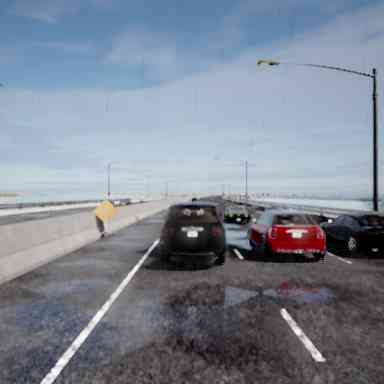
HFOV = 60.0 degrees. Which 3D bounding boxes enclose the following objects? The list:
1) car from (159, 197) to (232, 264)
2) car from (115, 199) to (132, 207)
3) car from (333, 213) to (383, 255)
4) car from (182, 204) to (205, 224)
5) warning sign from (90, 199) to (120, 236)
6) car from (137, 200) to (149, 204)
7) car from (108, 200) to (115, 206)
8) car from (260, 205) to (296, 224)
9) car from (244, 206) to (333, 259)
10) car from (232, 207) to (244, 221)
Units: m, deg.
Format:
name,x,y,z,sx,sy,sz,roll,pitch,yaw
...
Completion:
name,x,y,z,sx,sy,sz,roll,pitch,yaw
car,0.041,1.355,12.500,2.150,2.045,5.566,0,0,1
car,-13.191,2.161,66.461,2.128,1.511,4.902,0,0,1
car,7.070,1.624,14.103,1.882,1.535,5.008,0,0,1
car,0.184,1.817,28.757,1.812,1.442,4.674,0,0,1
warning sign,-4.499,1.295,17.348,1.300,1.860,1.060,0,-1,0
car,-9.692,2.241,66.348,1.895,1.301,4.718,0,0,1
car,-16.687,2.200,66.552,1.994,1.385,4.181,0,0,1
car,7.177,1.850,28.256,1.994,1.385,4.181,0,0,1
car,3.559,1.489,13.303,2.097,1.767,4.553,0,-1,1
car,3.669,1.885,28.076,1.895,1.301,4.718,0,-1,1
